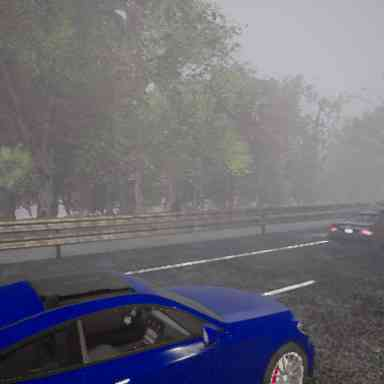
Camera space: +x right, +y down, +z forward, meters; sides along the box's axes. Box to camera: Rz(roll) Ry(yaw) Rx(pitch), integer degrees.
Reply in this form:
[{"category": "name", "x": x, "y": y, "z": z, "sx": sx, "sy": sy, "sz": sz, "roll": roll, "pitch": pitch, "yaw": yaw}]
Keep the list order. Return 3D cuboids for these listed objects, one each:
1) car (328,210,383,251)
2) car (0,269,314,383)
[{"category": "car", "x": 7.797, "y": 1.463, "z": 13.709, "sx": 5.357, "sy": 1.411, "sz": 2.033, "roll": 0, "pitch": 0, "yaw": -36}, {"category": "car", "x": -0.818, "y": 1.519, "z": 3.175, "sx": 4.674, "sy": 1.442, "sz": 1.812, "roll": 0, "pitch": 0, "yaw": -36}]
